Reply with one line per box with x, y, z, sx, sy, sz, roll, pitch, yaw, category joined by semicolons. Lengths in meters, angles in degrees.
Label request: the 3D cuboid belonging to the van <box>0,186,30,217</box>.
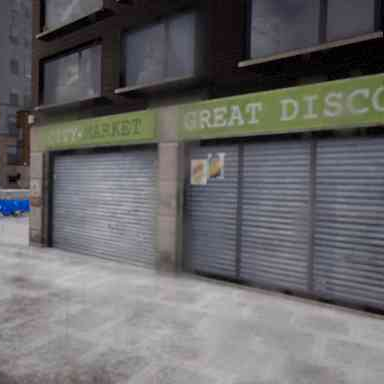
-10.842;0.698;22.309;1.690;1.788;3.998;3;2;36;van

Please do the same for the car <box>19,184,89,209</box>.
-12.382;0.331;30.229;2.150;2.045;5.566;2;2;36;car
